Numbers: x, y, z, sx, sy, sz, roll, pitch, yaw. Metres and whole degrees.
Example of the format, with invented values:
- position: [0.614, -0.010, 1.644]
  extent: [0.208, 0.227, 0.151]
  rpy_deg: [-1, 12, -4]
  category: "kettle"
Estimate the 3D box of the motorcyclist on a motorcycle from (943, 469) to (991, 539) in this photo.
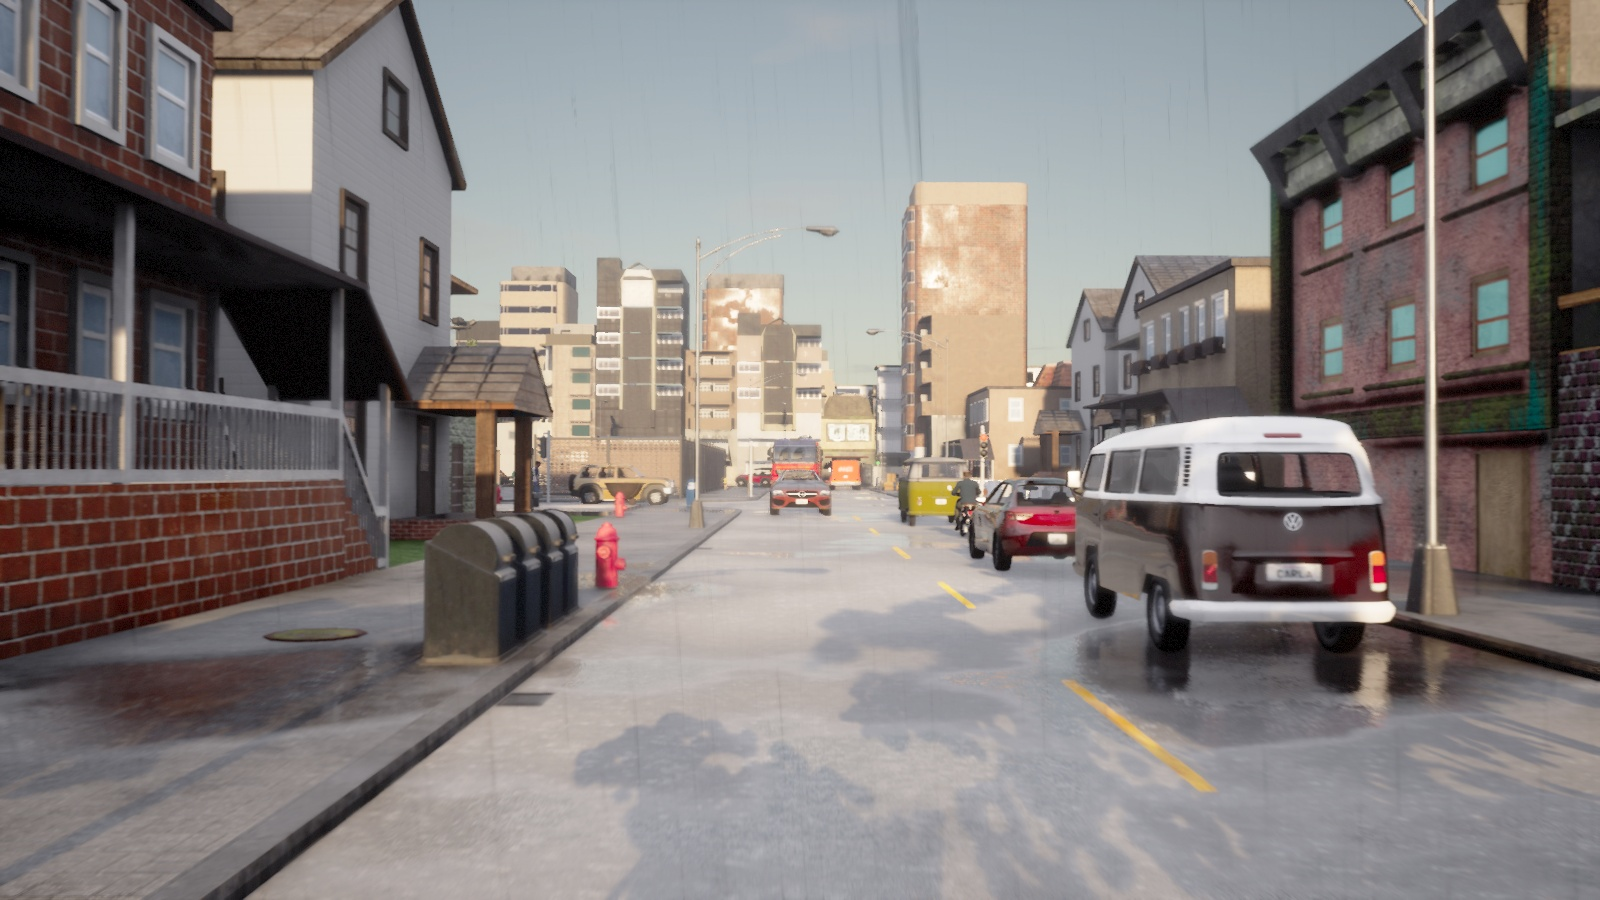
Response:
- position: [3.924, 1.248, 29.596]
  extent: [0.866, 1.590, 1.817]
  rpy_deg: [0, -1, 0]
  category: "motorcyclist on a motorcycle"

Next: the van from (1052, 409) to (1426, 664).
- position: [3.966, 0.728, 12.308]
  extent: [2.069, 2.038, 4.480]
  rpy_deg: [0, -1, 0]
  category: "van"

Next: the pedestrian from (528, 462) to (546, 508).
- position: [-10.709, 1.420, 51.126]
  extent: [0.706, 1.836, 0.354]
  rpy_deg: [0, -1, -18]
  category: "pedestrian"

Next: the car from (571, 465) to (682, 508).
- position: [-7.560, 1.582, 54.951]
  extent: [4.605, 1.855, 1.932]
  rpy_deg: [0, -1, 0]
  category: "car"

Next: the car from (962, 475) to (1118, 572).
- position: [3.945, 1.170, 21.337]
  extent: [1.816, 1.474, 4.193]
  rpy_deg: [0, -1, 0]
  category: "car"

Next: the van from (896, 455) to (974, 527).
- position: [3.913, 1.174, 37.158]
  extent: [1.775, 1.987, 4.442]
  rpy_deg: [0, -1, -1]
  category: "van"

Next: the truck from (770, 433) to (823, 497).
- position: [-0.131, 0.986, 79.794]
  extent: [2.891, 3.827, 8.468]
  rpy_deg: [0, -1, 3]
  category: "truck"

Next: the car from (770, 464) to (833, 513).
- position: [-0.002, 1.352, 45.310]
  extent: [2.152, 1.651, 5.027]
  rpy_deg: [0, -1, -1]
  category: "car"
